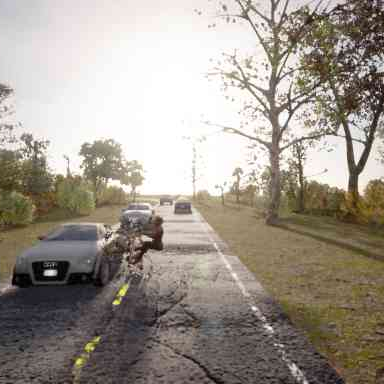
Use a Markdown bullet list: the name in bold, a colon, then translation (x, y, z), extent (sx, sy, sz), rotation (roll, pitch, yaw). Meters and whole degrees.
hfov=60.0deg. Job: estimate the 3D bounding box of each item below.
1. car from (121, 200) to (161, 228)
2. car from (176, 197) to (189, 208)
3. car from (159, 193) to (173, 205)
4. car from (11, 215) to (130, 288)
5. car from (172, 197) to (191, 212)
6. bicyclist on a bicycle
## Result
- **car**: translation (-3.489, 1.505, 22.037), extent (2.128, 1.511, 4.902), rotation (0, 0, -2)
- **car**: translation (-1.445, 1.559, 50.349), extent (1.837, 1.490, 4.892), rotation (0, 0, -2)
- **car**: translation (-4.713, 1.285, 61.016), extent (2.150, 2.045, 5.566), rotation (0, 0, -2)
- **car**: translation (-3.117, 1.563, 9.175), extent (1.994, 1.385, 4.181), rotation (0, 0, -2)
- **car**: translation (-1.115, 1.516, 39.903), extent (1.882, 1.535, 5.008), rotation (0, 0, -2)
- **bicyclist on a bicycle**: translation (-1.315, 1.354, 8.781), extent (1.620, 1.656, 0.582), rotation (-43, 27, -12)
